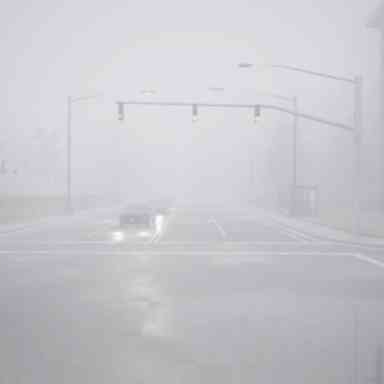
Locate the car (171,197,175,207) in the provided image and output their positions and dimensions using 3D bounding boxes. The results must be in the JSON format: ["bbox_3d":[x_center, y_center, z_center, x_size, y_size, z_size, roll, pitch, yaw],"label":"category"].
[{"bbox_3d":[-3.574,1.361,48.019,1.882,1.535,5.008,0,0,0],"label":"car"}]

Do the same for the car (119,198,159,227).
[{"bbox_3d":[-3.612,1.443,22.614,1.882,1.535,5.008,0,0,0],"label":"car"}]

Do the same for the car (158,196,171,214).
[{"bbox_3d":[-3.618,1.419,34.184,2.128,1.511,4.902,0,0,0],"label":"car"}]
